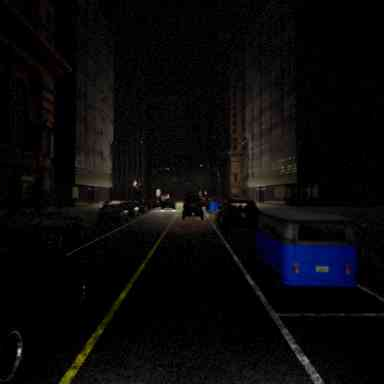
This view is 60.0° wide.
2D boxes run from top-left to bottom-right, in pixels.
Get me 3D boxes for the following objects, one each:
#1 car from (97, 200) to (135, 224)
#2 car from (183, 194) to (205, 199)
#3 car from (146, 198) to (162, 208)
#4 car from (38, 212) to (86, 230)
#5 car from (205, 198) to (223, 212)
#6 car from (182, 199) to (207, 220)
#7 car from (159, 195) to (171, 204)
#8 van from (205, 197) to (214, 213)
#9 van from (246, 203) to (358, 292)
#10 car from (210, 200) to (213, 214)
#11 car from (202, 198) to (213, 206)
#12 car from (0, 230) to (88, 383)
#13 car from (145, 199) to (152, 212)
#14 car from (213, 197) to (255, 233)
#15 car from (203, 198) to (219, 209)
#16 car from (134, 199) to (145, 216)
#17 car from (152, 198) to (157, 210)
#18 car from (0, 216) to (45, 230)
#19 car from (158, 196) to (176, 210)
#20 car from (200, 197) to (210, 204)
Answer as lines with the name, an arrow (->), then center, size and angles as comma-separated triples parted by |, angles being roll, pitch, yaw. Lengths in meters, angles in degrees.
car -> -5.870, 1.587, 25.050 | 2.008, 1.369, 4.403 | 1, 0, 0
car -> 0.066, 1.305, 40.712 | 2.150, 2.045, 5.566 | 0, 0, 0
car -> -5.895, 1.681, 52.346 | 2.008, 1.369, 4.403 | 1, 0, 0
car -> -5.859, 1.567, 14.130 | 2.008, 1.369, 4.403 | 1, 0, 0
car -> 2.641, 1.522, 41.431 | 1.967, 1.590, 4.097 | 1, 0, 0
car -> 0.071, 1.570, 28.865 | 1.812, 1.442, 4.674 | 0, 0, 0
car -> -5.914, 1.576, 74.184 | 2.192, 1.841, 5.009 | 0, 0, 0
van -> 2.647, 1.404, 35.972 | 1.690, 1.788, 3.998 | 1, 0, 0
van -> 2.673, 1.349, 8.670 | 1.690, 1.788, 3.998 | 1, 0, 0
car -> 2.656, 1.586, 25.050 | 2.008, 1.369, 4.403 | 1, 0, 0
car -> 2.624, 1.739, 57.809 | 1.802, 1.307, 4.206 | 0, 0, 0
car -> -3.103, 1.568, 5.120 | 1.994, 1.385, 4.181 | 0, 0, 0
car -> -5.879, 1.505, 35.969 | 1.967, 1.590, 4.097 | 1, 0, 0
car -> 2.663, 1.339, 19.591 | 2.192, 1.841, 5.009 | 1, 0, 0
car -> 2.634, 1.648, 46.890 | 1.887, 1.381, 4.507 | 1, 0, 0
car -> -5.875, 1.600, 30.509 | 2.008, 1.369, 4.403 | 1, 0, 0
car -> -5.885, 1.628, 41.428 | 1.887, 1.381, 4.507 | 1, 0, 0
car -> -5.854, 1.554, 8.671 | 1.887, 1.381, 4.507 | 1, 0, 0
car -> -3.128, 1.621, 44.540 | 1.812, 1.442, 4.674 | 0, 0, 0
car -> 2.614, 1.767, 68.729 | 1.887, 1.381, 4.507 | 0, 0, 0
